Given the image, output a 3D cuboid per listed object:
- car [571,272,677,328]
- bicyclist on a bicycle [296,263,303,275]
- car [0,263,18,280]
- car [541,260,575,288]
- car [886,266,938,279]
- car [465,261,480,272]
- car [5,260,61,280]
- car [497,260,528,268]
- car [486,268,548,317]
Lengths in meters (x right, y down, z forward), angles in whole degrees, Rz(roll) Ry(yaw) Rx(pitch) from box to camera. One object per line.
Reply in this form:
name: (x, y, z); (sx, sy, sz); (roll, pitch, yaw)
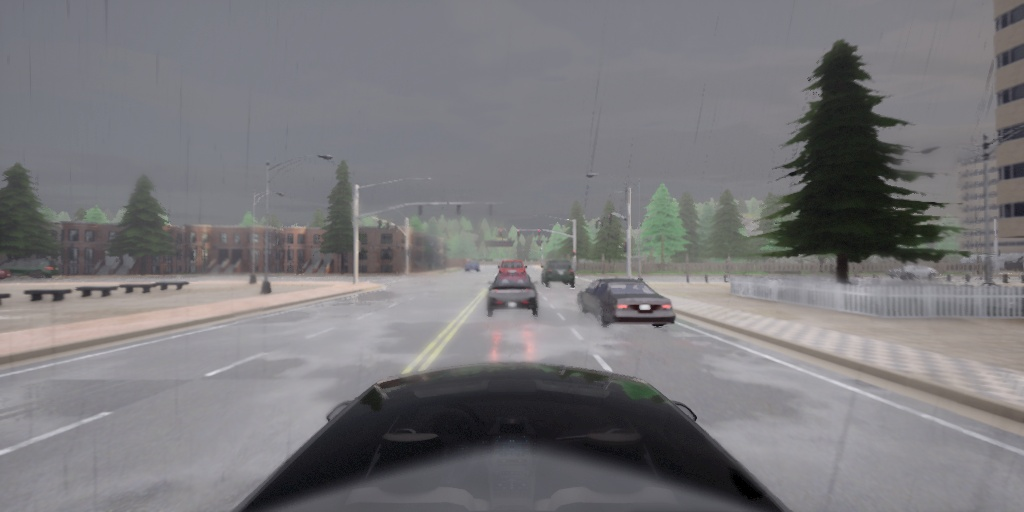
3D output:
car: (3.521, 1.439, 11.992); (2.033, 1.411, 5.357); (0, -1, 0)
bicyclist on a bicycle: (-28.823, 1.700, 48.640); (0.582, 1.620, 1.656); (0, -1, -1)
car: (-51.856, 1.727, 34.368); (4.674, 1.442, 1.812); (0, -1, -31)
car: (3.536, 1.336, 28.013); (2.150, 2.045, 5.566); (0, -1, 1)
car: (45.672, 1.816, 40.945); (4.674, 1.442, 1.812); (0, -1, 1)
car: (-7.026, 1.836, 64.463); (2.150, 2.045, 5.566); (0, -1, 1)
car: (-52.383, 1.475, 38.142); (5.566, 2.045, 2.150); (1, -1, -29)
car: (0.036, 1.336, 28.014); (2.150, 2.045, 5.566); (0, -1, 1)
car: (0.041, 1.413, 14.127); (2.128, 1.511, 4.902); (0, -1, 1)
